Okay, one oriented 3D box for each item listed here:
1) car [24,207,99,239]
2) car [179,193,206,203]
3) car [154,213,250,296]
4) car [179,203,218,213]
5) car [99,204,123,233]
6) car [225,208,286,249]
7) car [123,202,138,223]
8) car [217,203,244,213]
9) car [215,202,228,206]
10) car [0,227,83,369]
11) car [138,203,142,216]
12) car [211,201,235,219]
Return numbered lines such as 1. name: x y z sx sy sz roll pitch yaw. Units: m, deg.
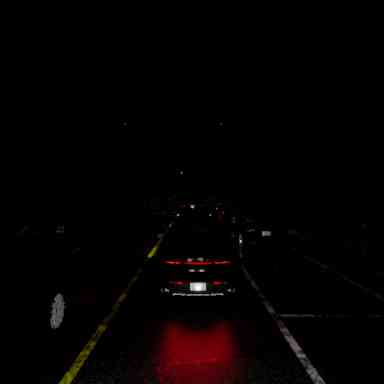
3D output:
1. car: -5.754 1.464 14.441 1.967 1.590 4.097 -1 0 0
2. car: 0.044 1.274 29.337 2.150 2.045 5.566 0 0 0
3. car: 0.115 1.519 8.636 1.837 1.490 4.892 0 0 0
4. car: 0.123 1.578 18.530 2.033 1.411 5.357 0 0 0
5. car: -5.744 1.599 19.946 1.947 1.339 4.313 -1 0 0
6. car: 2.773 1.590 14.428 1.947 1.339 4.313 -1 0 0
7. car: -5.736 1.594 25.451 2.008 1.369 4.403 -1 0 0
8. car: 2.781 1.578 19.932 1.887 1.381 4.507 -1 0 0
9. car: 2.789 1.588 25.438 1.887 1.381 4.507 -1 0 0
10. car: -3.095 1.484 3.901 1.882 1.535 5.008 0 0 0
11. car: -5.727 1.598 30.957 1.887 1.381 4.507 -1 0 0
12. car: 2.798 1.598 30.943 1.887 1.381 4.507 -1 0 0
